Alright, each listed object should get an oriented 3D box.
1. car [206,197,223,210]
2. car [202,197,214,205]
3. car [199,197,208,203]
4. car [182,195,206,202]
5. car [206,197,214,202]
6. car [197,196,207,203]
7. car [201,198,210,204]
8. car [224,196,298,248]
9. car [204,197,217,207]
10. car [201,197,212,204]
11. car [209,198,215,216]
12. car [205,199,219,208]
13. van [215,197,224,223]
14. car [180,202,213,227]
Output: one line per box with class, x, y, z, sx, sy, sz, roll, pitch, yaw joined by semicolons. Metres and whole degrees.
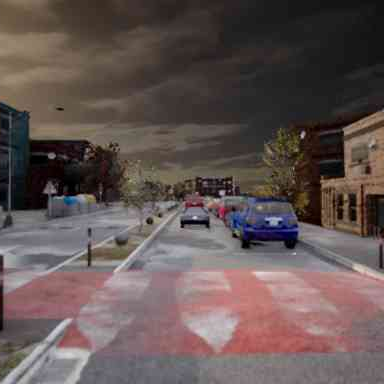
car;3.213;1.603;48.141;2.185;1.767;4.553;0;0;0
car;3.315;1.932;70.250;2.231;1.521;4.892;0;-1;0
car;3.038;2.165;86.860;2.097;1.535;5.008;0;-1;-2
car;0.283;1.414;40.618;2.150;2.045;5.566;0;0;0
car;3.187;1.558;42.621;2.185;1.767;4.553;0;0;0
car;2.715;2.127;92.376;2.185;1.767;4.553;0;-1;-3
car;3.244;2.118;81.316;2.002;1.452;4.674;0;-1;-1
car;3.061;1.270;15.077;2.435;2.045;5.566;0;0;0
car;3.264;1.704;59.310;2.185;1.767;4.553;0;-1;0
car;3.332;1.996;75.769;2.231;1.521;4.892;0;-1;0
car;3.138;1.604;31.603;2.231;1.521;4.892;0;0;0
car;3.239;1.820;53.816;2.002;1.452;4.674;0;-1;0
van;3.112;1.345;26.207;1.878;1.987;4.442;0;0;0
car;0.202;1.644;23.412;1.994;1.385;4.181;0;0;0
